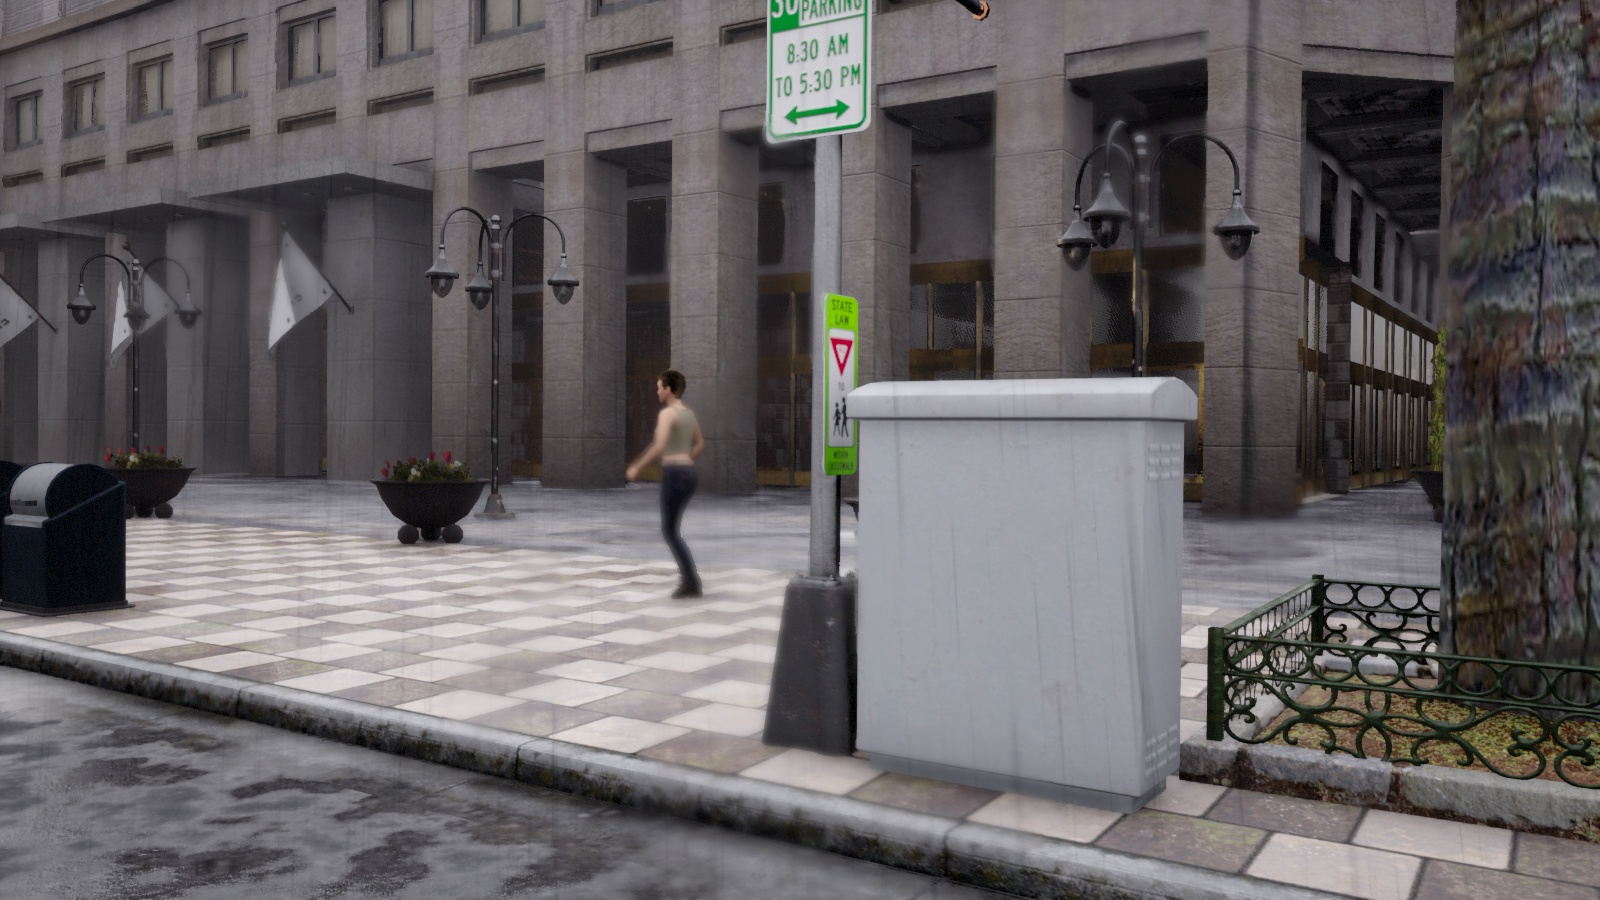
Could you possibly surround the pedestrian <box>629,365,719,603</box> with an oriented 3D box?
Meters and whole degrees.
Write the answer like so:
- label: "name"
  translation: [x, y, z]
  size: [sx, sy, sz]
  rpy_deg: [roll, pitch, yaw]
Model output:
- label: "pedestrian"
  translation: [-0.999, 0.261, 9.963]
  size: [0.594, 1.836, 0.345]
  rpy_deg: [0, 1, 25]
